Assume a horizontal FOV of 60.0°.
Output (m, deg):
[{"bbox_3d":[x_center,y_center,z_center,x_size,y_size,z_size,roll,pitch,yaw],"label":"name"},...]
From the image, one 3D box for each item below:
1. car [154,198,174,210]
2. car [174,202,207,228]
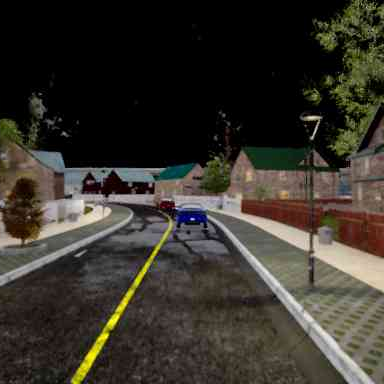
[{"bbox_3d":[-3.534,1.474,42.456,1.882,1.535,5.008,0,0,-16],"label":"car"},{"bbox_3d":[-0.074,1.482,22.410,1.882,1.535,5.008,0,0,-2],"label":"car"}]
